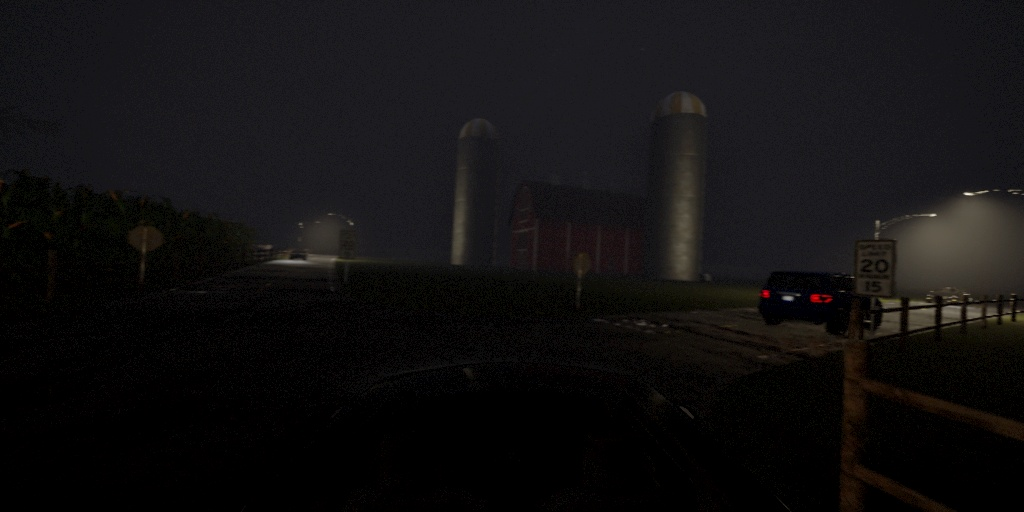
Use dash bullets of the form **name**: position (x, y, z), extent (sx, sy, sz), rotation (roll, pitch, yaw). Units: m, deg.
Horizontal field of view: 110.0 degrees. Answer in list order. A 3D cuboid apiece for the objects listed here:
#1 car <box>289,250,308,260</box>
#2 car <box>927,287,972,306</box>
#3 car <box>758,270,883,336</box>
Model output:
- **car**: position (-29.519, -0.113, 49.640), extent (1.895, 1.301, 4.718), rotation (4, 0, -26)
- **car**: position (38.503, 3.487, 31.519), extent (4.892, 1.490, 1.837), rotation (3, -1, -28)
- **car**: position (11.367, 1.609, 13.158), extent (5.566, 2.045, 2.150), rotation (3, -1, -31)
